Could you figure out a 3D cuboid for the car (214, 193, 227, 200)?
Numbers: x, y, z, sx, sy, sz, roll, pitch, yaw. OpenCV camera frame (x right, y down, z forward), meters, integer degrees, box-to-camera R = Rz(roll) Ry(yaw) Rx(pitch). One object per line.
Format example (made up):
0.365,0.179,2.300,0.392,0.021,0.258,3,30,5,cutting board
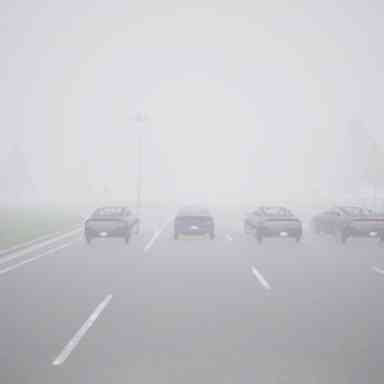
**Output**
7.028,1.116,82.815,2.128,1.511,4.902,0,0,0,car

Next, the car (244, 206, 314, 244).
3.599,1.415,15.458,2.128,1.511,4.902,0,0,0,car

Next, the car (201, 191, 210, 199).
3.528,1.142,82.724,1.994,1.385,4.181,0,0,0,car

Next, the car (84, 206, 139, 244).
-3.581,1.415,15.456,2.128,1.511,4.902,0,0,-3,car

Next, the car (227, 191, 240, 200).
10.528,0.821,81.690,2.150,2.045,5.566,0,0,0,car

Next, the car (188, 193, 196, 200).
0.028,1.084,82.464,1.837,1.490,4.892,0,0,0,car

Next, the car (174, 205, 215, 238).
0.101,1.393,17.014,1.882,1.535,5.008,0,0,0,car

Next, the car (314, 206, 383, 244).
7.099,1.414,15.457,2.128,1.511,4.902,0,0,0,car

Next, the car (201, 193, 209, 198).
3.531,0.972,91.419,1.895,1.301,4.718,0,0,0,car

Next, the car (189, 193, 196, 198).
0.031,0.972,91.424,1.895,1.301,4.718,0,0,0,car

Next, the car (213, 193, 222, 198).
7.031,0.929,91.400,1.994,1.385,4.181,0,0,0,car

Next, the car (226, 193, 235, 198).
10.531,0.901,91.382,1.812,1.442,4.674,0,0,0,car
